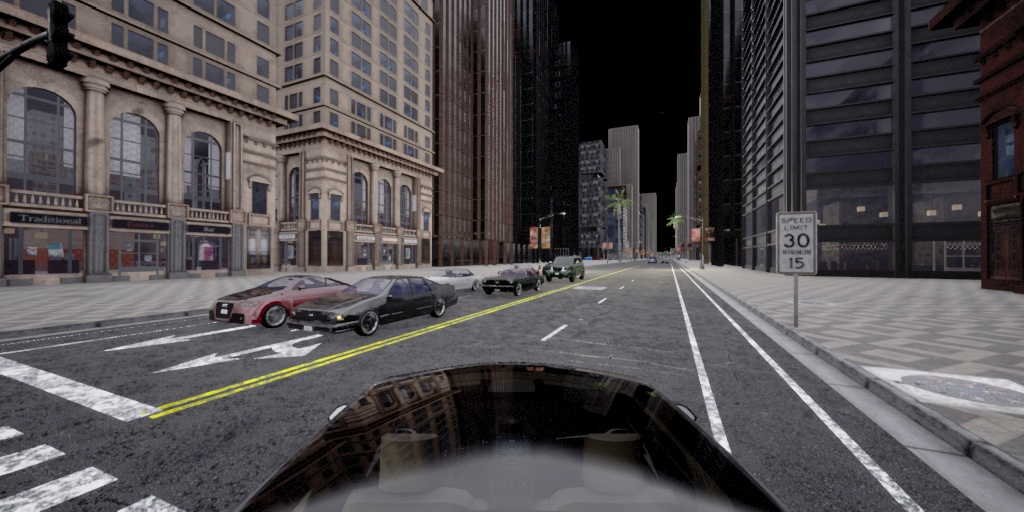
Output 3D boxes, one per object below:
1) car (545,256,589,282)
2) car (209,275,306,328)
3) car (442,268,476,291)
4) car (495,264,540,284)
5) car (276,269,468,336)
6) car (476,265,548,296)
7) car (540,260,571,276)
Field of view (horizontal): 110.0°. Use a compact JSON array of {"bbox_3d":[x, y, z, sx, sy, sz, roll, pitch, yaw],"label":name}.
[{"bbox_3d":[4.463,0.986,29.371,2.150,2.045,5.566,0,0,23],"label":"car"},{"bbox_3d":[-6.939,1.316,11.469,1.994,1.385,4.181,0,0,24],"label":"car"},{"bbox_3d":[-3.424,1.357,19.494,1.895,1.301,4.718,0,0,24],"label":"car"},{"bbox_3d":[0.579,1.364,28.616,1.895,1.301,4.718,0,0,24],"label":"car"},{"bbox_3d":[-3.690,1.299,10.796,2.033,1.411,5.357,0,0,24],"label":"car"},{"bbox_3d":[0.163,1.357,19.577,1.895,1.301,4.718,0,0,24],"label":"car"},{"bbox_3d":[4.713,1.250,37.947,1.882,1.535,5.008,0,0,24],"label":"car"}]
